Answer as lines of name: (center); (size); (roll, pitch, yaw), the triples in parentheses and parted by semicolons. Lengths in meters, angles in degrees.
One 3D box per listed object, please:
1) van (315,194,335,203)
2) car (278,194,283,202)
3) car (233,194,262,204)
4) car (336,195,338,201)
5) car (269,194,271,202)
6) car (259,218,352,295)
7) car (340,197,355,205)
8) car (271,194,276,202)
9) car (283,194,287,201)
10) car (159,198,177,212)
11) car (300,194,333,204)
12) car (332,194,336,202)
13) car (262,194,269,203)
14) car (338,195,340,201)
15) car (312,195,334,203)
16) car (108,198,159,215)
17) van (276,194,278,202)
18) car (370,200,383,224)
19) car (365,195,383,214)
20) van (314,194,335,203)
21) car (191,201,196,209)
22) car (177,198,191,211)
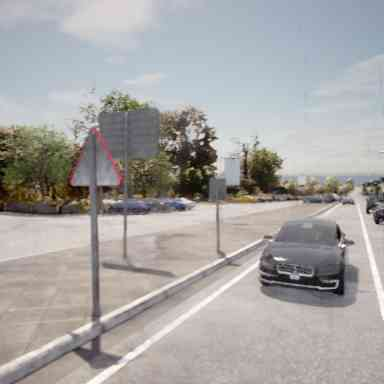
van: (33.540, 1.638, 83.780); (4.442, 1.987, 1.878); (0, -1, 26)
car: (20.628, 1.792, 86.887); (4.674, 1.452, 2.002); (0, -1, 26)
car: (10.811, 1.529, 66.892); (5.008, 1.535, 2.097); (0, 0, 26)
car: (28.684, 1.474, 73.675); (5.566, 2.045, 2.435); (0, 0, 26)
car: (14.491, 1.631, 74.392); (4.674, 1.452, 2.002); (0, 0, 26)
car: (3.218, 1.522, 9.065); (1.837, 1.490, 4.892); (0, 0, 27)
car: (29.098, 1.749, 61.770); (1.994, 1.385, 4.181); (0, 0, 26)
car: (16.978, 1.523, 79.377); (4.553, 1.767, 2.185); (0, 0, 26)
car: (22.018, 1.785, 89.307); (5.366, 1.575, 1.946); (0, -1, 26)
car: (-4.602, 1.417, 35.572); (4.892, 1.521, 2.231); (0, 0, 26)
car: (23.767, 1.624, 63.597); (4.892, 1.521, 2.231); (0, 0, 26)
car: (24.975, 1.392, 66.127); (5.566, 2.045, 2.435); (0, 0, 26)
car: (13.259, 1.566, 71.893); (5.008, 1.535, 2.097); (0, 0, 26)
car: (34.879, 1.900, 86.242); (5.008, 1.535, 2.097); (0, -1, 26)
car: (29.970, 1.632, 76.162); (4.553, 1.767, 2.185); (0, -1, 26)
car: (-6.051, 1.445, 32.633); (4.674, 1.452, 2.002); (0, 0, 26)
van: (18.072, 1.454, 81.938); (4.442, 1.987, 1.878); (0, 0, 26)
car: (14.854, 1.596, 25.211); (1.837, 1.490, 4.892); (0, 0, 26)
car: (20.645, 1.349, 37.039); (2.150, 2.045, 5.566); (0, 0, 28)
van: (31.282, 1.568, 78.643); (4.442, 1.987, 1.878); (0, -1, 26)
car: (-1.769, 1.475, 41.335); (4.674, 1.452, 2.002); (0, 0, 26)
car: (-3.167, 1.425, 38.514); (5.008, 1.535, 2.097); (0, 0, 26)
